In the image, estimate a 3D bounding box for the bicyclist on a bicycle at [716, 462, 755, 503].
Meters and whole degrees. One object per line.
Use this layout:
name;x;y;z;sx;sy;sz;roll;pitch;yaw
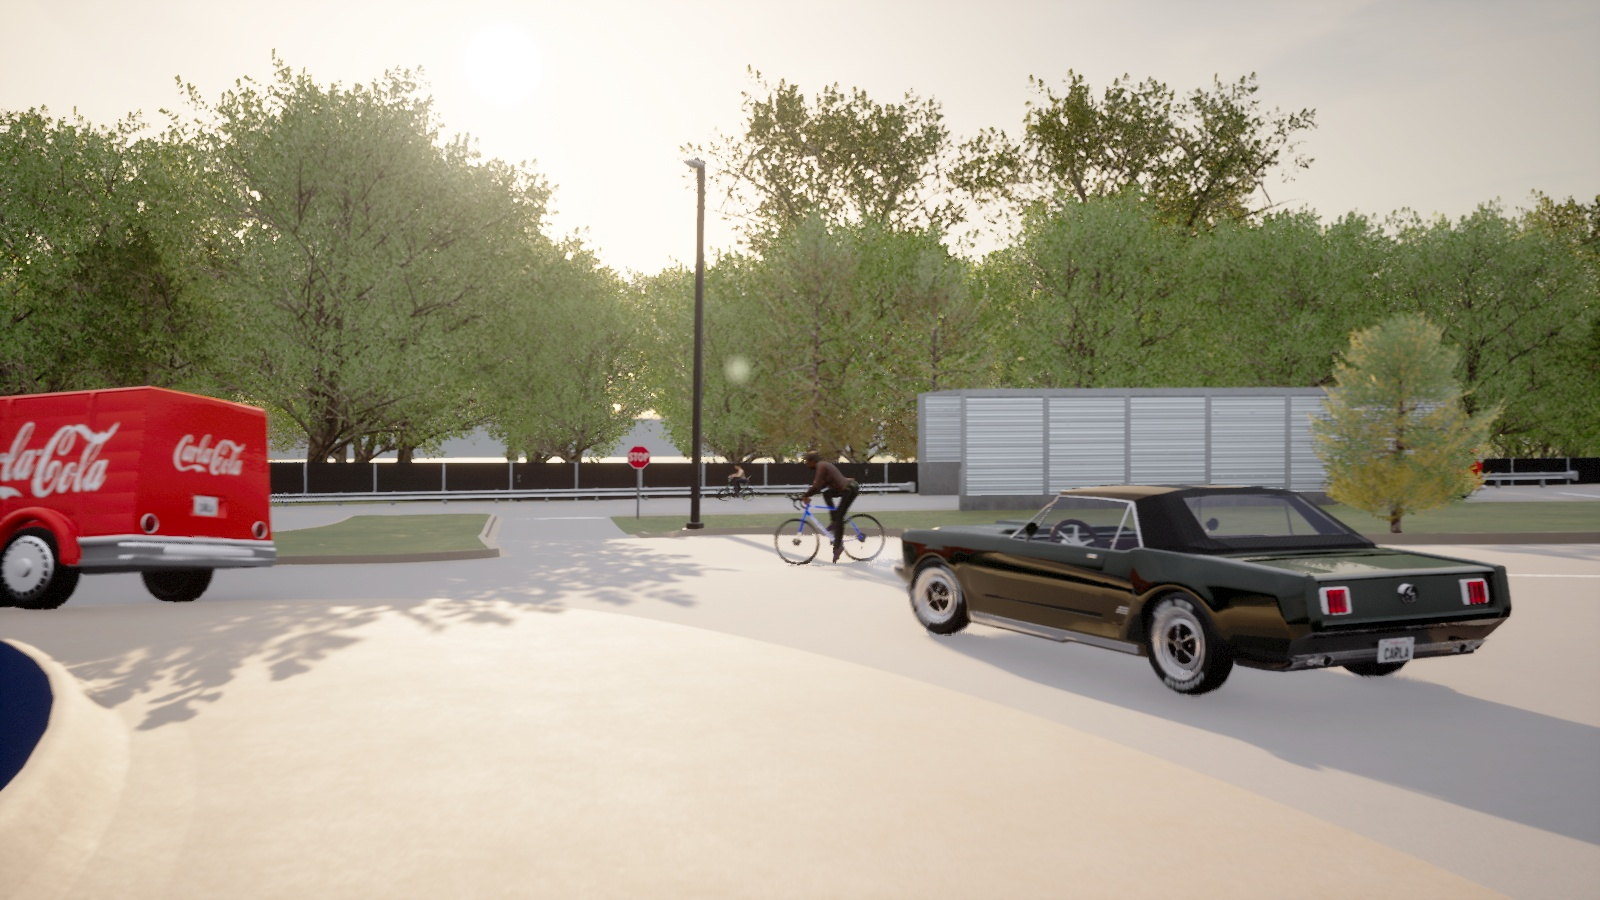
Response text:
bicyclist on a bicycle;-2.643;1.324;51.363;1.509;1.612;0.866;0;2;-10

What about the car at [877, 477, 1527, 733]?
car;2.581;0.907;9.430;1.895;1.301;4.718;0;0;-26

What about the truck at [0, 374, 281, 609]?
truck;-9.448;0.685;15.294;5.204;2.467;2.627;-3;-7;14

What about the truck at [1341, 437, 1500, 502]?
truck;25.285;0.761;51.306;5.204;2.467;2.627;-1;2;-6

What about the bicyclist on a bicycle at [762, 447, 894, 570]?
bicyclist on a bicycle;0.398;0.833;17.822;1.656;1.620;0.582;-5;-3;17
